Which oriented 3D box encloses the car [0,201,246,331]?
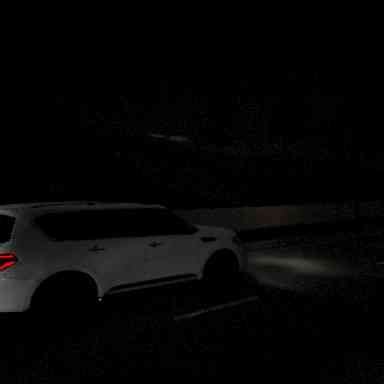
[{"bbox_3d":[-1.370,1.201,7.072,5.566,2.045,2.150,0,0,-36],"label":"car"}]
